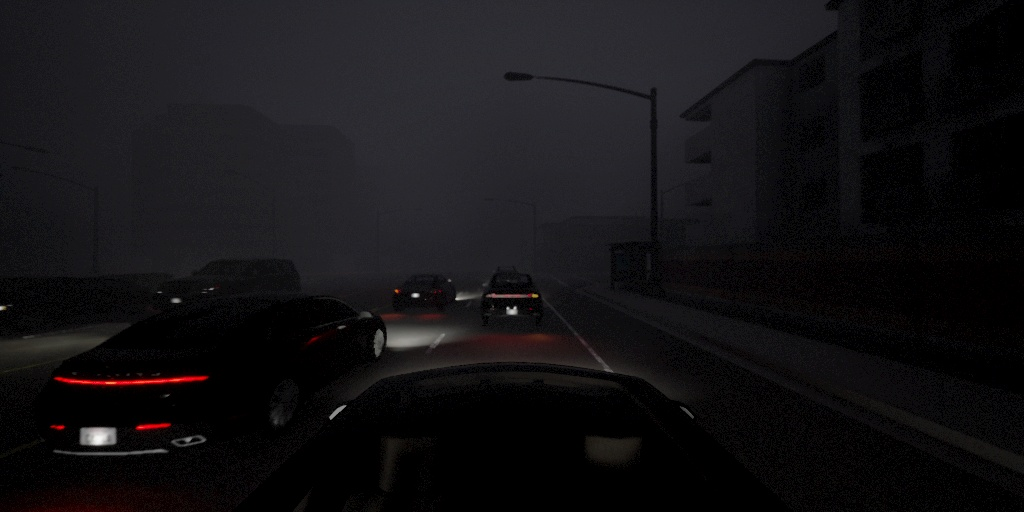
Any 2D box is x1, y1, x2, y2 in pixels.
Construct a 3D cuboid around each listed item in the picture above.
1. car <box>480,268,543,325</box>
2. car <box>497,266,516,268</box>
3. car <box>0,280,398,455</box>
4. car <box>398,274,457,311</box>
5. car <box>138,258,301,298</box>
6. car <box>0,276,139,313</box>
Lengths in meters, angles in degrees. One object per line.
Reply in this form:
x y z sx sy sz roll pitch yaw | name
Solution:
-0.021 1.342 12.240 2.128 1.511 4.902 0 -1 -1 | car
-0.427 1.487 26.579 2.128 1.511 4.902 0 -1 -2 | car
-3.469 1.292 5.428 1.837 1.490 4.892 0 -1 0 | car
-3.581 1.445 15.251 1.994 1.385 4.181 0 -1 0 | car
-10.683 1.097 14.135 2.150 2.045 5.566 0 -1 -1 | car
-14.163 1.375 11.419 1.812 1.442 4.674 0 -1 -1 | car
